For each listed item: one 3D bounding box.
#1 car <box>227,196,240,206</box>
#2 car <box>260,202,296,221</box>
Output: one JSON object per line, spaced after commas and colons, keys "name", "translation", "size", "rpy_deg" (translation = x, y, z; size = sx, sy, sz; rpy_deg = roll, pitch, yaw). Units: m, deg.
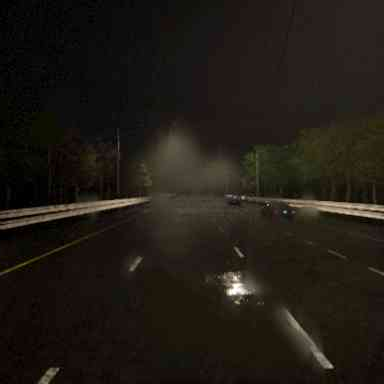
{"name": "car", "translation": [7.090, 1.625, 56.989], "size": [1.994, 1.385, 4.181], "rpy_deg": [0, 0, 0]}
{"name": "car", "translation": [7.005, 1.568, 27.493], "size": [2.033, 1.411, 5.357], "rpy_deg": [0, 0, 0]}
